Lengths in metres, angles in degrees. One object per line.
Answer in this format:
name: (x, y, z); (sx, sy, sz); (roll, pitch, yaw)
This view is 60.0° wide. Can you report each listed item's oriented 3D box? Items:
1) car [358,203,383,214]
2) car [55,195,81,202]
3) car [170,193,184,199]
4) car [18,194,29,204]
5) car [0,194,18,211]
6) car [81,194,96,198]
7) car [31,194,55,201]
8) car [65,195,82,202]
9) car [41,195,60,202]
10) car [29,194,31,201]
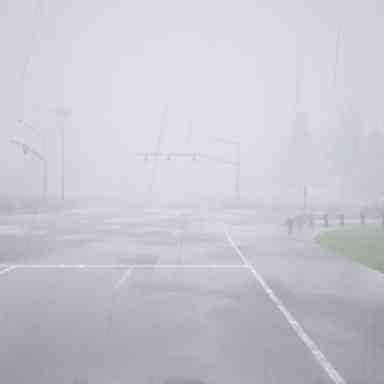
car: (17.360, 1.386, 29.326); (4.902, 1.511, 2.128); (0, 0, 8)
car: (-21.177, 1.297, 57.115); (1.812, 1.442, 4.674); (0, 0, 0)
car: (-3.937, 0.959, 95.174); (2.097, 1.767, 4.553); (0, 0, -18)
car: (-28.174, 1.144, 52.223); (2.097, 1.767, 4.553); (0, 0, 0)
car: (-21.163, 1.219, 35.537); (2.097, 1.767, 4.553); (0, 0, 0)
car: (-21.139, 1.220, 68.909); (1.837, 1.490, 4.892); (0, 0, 0)
car: (-24.670, 1.322, 56.499); (2.033, 1.411, 5.357); (0, 0, 0)
car: (-24.641, 1.313, 69.227); (1.895, 1.301, 4.718); (0, 0, 0)
car: (-28.121, 1.285, 66.062); (1.994, 1.385, 4.181); (0, 0, 0)
car: (-31.620, 1.090, 65.500); (2.097, 1.767, 4.553); (0, 0, 0)
